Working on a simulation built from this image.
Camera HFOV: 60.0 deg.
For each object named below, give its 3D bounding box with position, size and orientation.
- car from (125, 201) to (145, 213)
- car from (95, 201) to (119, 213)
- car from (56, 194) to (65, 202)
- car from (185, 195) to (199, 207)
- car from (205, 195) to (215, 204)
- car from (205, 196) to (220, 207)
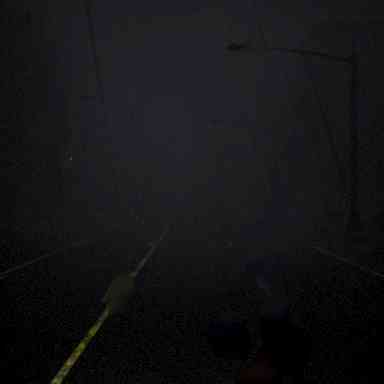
[{"bbox_3d":[-7.007,1.868,41.506,2.033,1.411,5.357,0,0,0],"label":"car"},{"bbox_3d":[-10.508,1.868,41.499,2.033,1.411,5.357,0,0,0],"label":"car"},{"bbox_3d":[-25.979,1.129,64.212,1.970,1.475,3.806,0,2,0],"label":"car"},{"bbox_3d":[-0.002,1.414,54.889,2.150,2.045,5.566,0,1,0],"label":"car"},{"bbox_3d":[3.498,1.469,65.278,1.812,1.442,4.674,0,2,0],"label":"car"},{"bbox_3d":[3.498,1.741,54.865,2.033,1.411,5.357,0,1,0],"label":"car"}]
